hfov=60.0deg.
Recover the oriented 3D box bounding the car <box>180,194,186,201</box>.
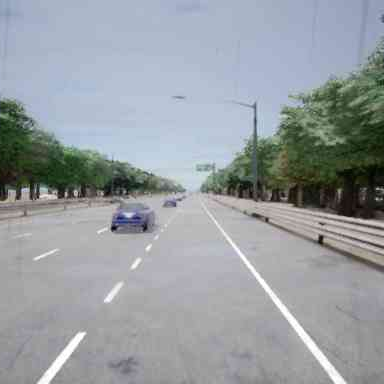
[{"bbox_3d":[-3.168,1.646,81.289,1.895,1.301,4.718,0,0,1],"label":"car"}]

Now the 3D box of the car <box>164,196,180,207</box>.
[{"bbox_3d":[-3.369,1.556,52.069,1.812,1.442,4.674,0,0,0],"label":"car"}]

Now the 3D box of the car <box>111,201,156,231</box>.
[{"bbox_3d":[-3.484,1.355,20.503,2.097,1.767,4.553,0,0,0],"label":"car"}]
